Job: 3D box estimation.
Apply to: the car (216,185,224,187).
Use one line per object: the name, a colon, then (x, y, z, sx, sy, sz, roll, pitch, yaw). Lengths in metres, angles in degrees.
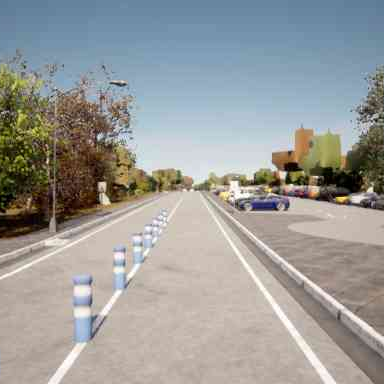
car: (7.066, -0.009, 59.252, 4.553, 1.767, 2.185, 0, 1, 0)

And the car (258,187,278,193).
car: (20.365, -0.609, 89.545, 5.008, 1.535, 2.097, 0, 1, 0)

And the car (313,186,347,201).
car: (20.026, 0.271, 45.239, 5.566, 2.045, 2.435, 0, 2, 0)

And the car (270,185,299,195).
car: (20.202, -0.468, 72.922, 5.566, 2.045, 2.435, 0, 1, 0)

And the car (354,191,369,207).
car: (19.875, 0.910, 34.174, 4.792, 1.488, 2.163, 0, 2, 0)

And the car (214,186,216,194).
car: (7.088, 0.078, 62.028, 4.792, 1.488, 2.163, 0, 1, 0)

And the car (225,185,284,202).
car: (6.876, 0.544, 37.056, 5.566, 2.045, 2.435, 0, 2, 0)

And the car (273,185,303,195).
car: (20.179, -0.402, 70.152, 5.566, 2.045, 2.435, 0, 1, 0)

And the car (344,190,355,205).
car: (19.924, 0.831, 36.943, 4.674, 1.452, 2.002, 0, 2, 0)

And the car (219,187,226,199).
car: (6.733, 0.523, 45.390, 5.366, 1.575, 1.946, 0, 2, 0)

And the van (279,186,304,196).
van: (20.067, -0.312, 67.385, 4.442, 1.987, 1.878, 0, 1, 0)

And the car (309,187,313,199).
car: (19.992, 0.463, 48.016, 4.792, 1.488, 2.163, 0, 2, 0)

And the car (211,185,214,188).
car: (7.123, -0.185, 73.130, 4.792, 1.488, 2.163, 0, 1, 0)

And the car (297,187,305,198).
car: (20.097, 0.288, 53.678, 4.792, 1.488, 2.163, 0, 2, 1)

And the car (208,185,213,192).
car: (6.990, -0.283, 75.906, 5.366, 1.575, 1.946, 0, 1, 0)

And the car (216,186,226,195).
car: (6.780, 0.342, 51.060, 5.366, 1.575, 1.946, 0, 2, 0)

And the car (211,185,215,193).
car: (7.099, -0.119, 70.355, 4.792, 1.488, 2.163, 0, 1, 0)

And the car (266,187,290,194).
car: (20.272, -0.348, 78.467, 5.008, 1.535, 2.097, 0, 1, 0)

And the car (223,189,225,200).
car: (6.901, 0.617, 42.614, 4.892, 1.521, 2.231, 0, 2, 0)

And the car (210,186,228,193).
car: (7.261, -0.733, 89.778, 4.553, 1.767, 2.185, 0, 1, 0)

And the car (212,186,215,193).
car: (7.076, -0.053, 67.579, 4.792, 1.488, 2.163, 0, 1, 0)

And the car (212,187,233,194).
car: (7.205, -0.344, 78.680, 4.892, 1.521, 2.231, 0, 1, 0)

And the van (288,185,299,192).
van: (20.005, -0.112, 59.061, 4.442, 1.987, 1.878, 0, 1, 0)

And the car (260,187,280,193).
car: (20.345, -0.504, 86.775, 4.674, 1.452, 2.002, 0, 1, 0)

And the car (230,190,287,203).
car: (6.830, 0.885, 34.290, 5.008, 1.535, 2.097, 0, 2, 0)

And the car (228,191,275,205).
car: (7.057, 0.702, 39.838, 5.366, 1.575, 1.946, 0, 2, 0)

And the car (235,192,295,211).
car: (6.772, 1.004, 31.517, 4.792, 1.488, 2.163, 0, 2, 0)

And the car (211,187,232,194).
car: (7.216, -0.410, 81.455, 4.892, 1.521, 2.231, 0, 1, 0)

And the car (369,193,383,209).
car: (19.913, 0.840, 31.525, 4.553, 1.767, 2.185, 0, 2, 0)

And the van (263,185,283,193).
van: (20.441, -0.707, 84.125, 4.442, 1.987, 1.878, 0, 1, 0)

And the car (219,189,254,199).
car: (7.174, 0.262, 53.709, 5.366, 1.575, 1.946, 0, 2, 0)

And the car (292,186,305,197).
car: (20.119, 0.214, 56.316, 4.792, 1.488, 2.163, 0, 1, 0)

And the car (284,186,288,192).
car: (20.142, 0.045, 61.851, 5.008, 1.535, 2.097, 0, 1, 0)

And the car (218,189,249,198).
car: (7.006, 0.189, 56.477, 4.892, 1.521, 2.231, 0, 2, 0)

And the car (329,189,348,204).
car: (19.765, 0.698, 39.712, 5.366, 1.575, 1.946, 0, 2, 0)

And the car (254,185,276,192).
car: (20.366, -0.929, 92.433, 5.566, 2.045, 2.435, 0, 1, 0)

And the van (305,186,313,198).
van: (20.162, 0.116, 50.899, 4.442, 1.987, 1.878, 0, 2, 0)
